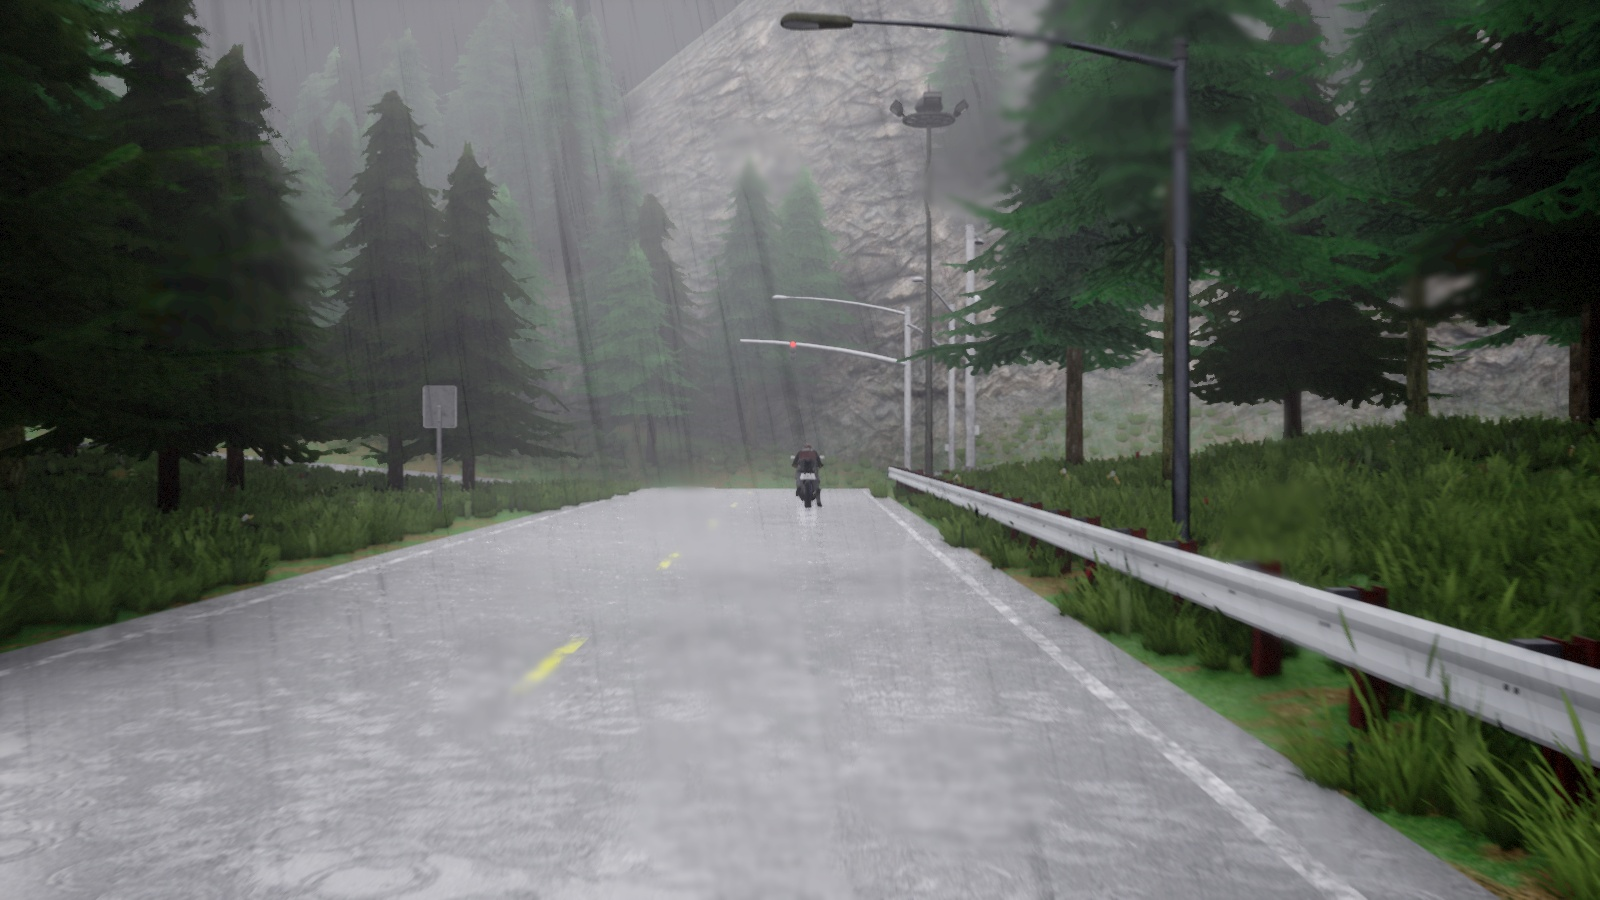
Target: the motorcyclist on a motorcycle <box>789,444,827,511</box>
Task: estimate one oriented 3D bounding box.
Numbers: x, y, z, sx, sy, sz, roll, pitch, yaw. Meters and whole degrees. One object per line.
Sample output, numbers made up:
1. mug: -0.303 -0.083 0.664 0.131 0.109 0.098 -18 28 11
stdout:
1. motorcyclist on a motorcycle: 0.183 0.626 29.640 0.866 1.530 2.191 0 0 0
